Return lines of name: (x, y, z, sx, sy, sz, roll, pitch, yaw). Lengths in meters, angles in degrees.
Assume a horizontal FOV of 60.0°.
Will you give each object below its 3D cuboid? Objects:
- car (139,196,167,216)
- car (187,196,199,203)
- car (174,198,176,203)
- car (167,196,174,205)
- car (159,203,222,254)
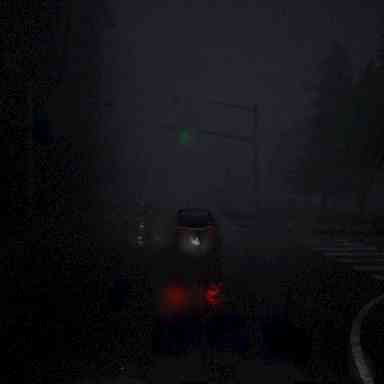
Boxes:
car: (-3.586, 1.366, 30.758, 1.812, 1.442, 4.674, 0, 0, -1)
car: (0.099, 1.277, 55.149, 1.994, 1.385, 4.181, 0, 0, 0)
car: (-3.532, 1.304, 50.019, 1.994, 1.385, 4.181, 0, 0, 1)
car: (-3.587, 1.270, 40.047, 1.882, 1.535, 5.008, 0, 0, 0)
car: (0.099, 1.417, 13.167, 2.128, 1.511, 4.902, 0, 0, 0)
